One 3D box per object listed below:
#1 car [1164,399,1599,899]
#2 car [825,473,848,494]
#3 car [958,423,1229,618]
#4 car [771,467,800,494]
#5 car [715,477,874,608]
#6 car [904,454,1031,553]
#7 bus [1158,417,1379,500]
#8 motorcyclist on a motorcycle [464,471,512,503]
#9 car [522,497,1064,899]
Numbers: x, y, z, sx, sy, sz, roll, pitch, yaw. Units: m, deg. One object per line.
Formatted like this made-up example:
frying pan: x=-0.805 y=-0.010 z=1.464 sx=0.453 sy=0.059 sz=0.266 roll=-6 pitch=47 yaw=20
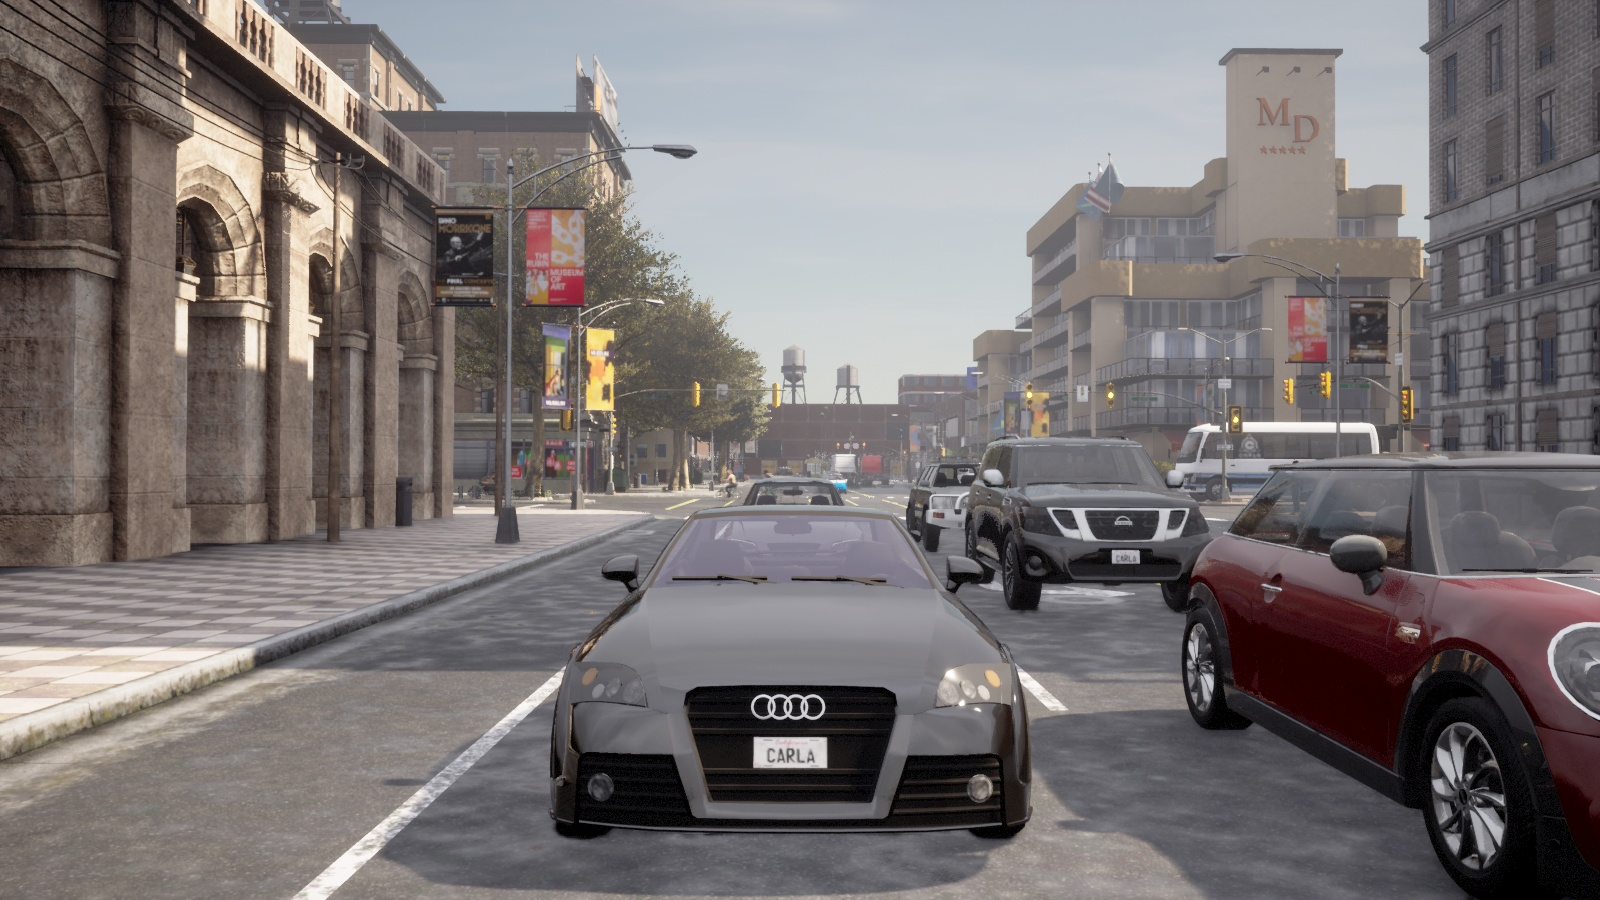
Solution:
car: x=3.469 y=0.760 z=5.993 sx=2.097 sy=1.767 sz=4.553 roll=0 pitch=-1 yaw=0
car: x=2.497 y=2.302 z=86.116 sx=1.481 sy=1.376 sz=2.207 roll=0 pitch=-1 yaw=-1
car: x=3.434 y=0.788 z=15.993 sx=2.150 sy=2.045 sz=5.566 roll=0 pitch=-1 yaw=0
car: x=-1.039 y=2.117 z=88.457 sx=1.932 sy=1.855 sz=4.605 roll=0 pitch=-1 yaw=-1
car: x=-0.072 y=1.105 z=16.502 sx=1.816 sy=1.474 sz=4.193 roll=0 pitch=-1 yaw=0
car: x=3.360 y=1.055 z=26.086 sx=1.932 sy=1.855 sz=4.605 roll=0 pitch=-1 yaw=-1
bus: x=24.795 y=0.460 z=66.964 sx=10.273 sy=4.253 sz=3.944 roll=0 pitch=-1 yaw=-1
motorcyclist on a motorcycle: x=-16.547 y=1.947 z=66.614 sx=2.350 sy=1.649 sz=0.766 roll=0 pitch=-1 yaw=0
car: x=-0.032 y=0.991 z=6.719 sx=1.994 sy=1.385 sz=4.181 roll=0 pitch=-1 yaw=0
